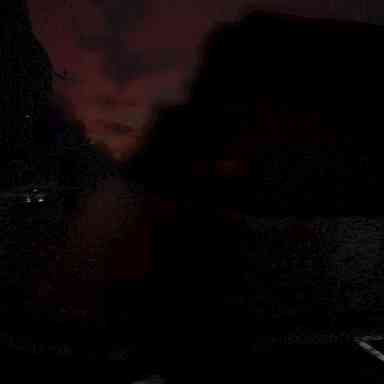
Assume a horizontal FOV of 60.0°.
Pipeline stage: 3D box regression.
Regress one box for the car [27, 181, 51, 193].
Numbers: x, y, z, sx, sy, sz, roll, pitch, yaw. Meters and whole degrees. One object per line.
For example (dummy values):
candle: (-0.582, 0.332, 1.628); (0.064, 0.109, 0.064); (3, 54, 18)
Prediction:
car: (-17.896, -0.597, 38.998); (1.895, 1.301, 4.718); (-1, 3, -14)
